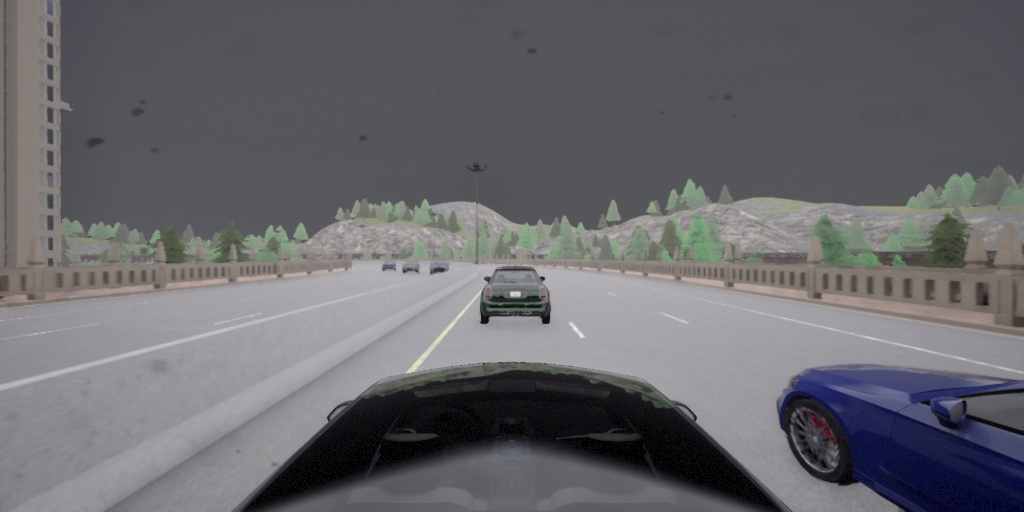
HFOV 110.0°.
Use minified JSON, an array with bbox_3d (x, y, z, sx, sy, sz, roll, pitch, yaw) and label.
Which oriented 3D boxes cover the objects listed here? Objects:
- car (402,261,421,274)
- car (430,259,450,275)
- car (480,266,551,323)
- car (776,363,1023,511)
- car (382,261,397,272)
[{"bbox_3d":[-11.973,1.346,42.855,1.837,1.490,4.892,0,-1,-10],"label":"car"},{"bbox_3d":[-8.156,1.179,40.875,2.097,1.767,4.553,0,0,-8],"label":"car"},{"bbox_3d":[0.100,1.111,12.316,2.097,1.767,4.553,0,0,0],"label":"car"},{"bbox_3d":[3.600,1.276,1.678,1.812,1.442,4.674,0,0,0],"label":"car"},{"bbox_3d":[-17.052,1.427,50.122,2.033,1.411,5.357,0,0,-15],"label":"car"}]
